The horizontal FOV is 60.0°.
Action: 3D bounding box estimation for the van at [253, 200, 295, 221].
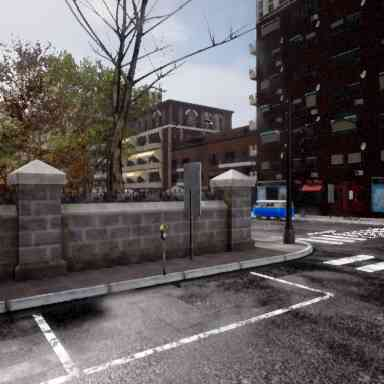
[{"bbox_3d":[7.313,1.643,30.193,1.690,1.788,3.998,-1,0,-36],"label":"van"}]
